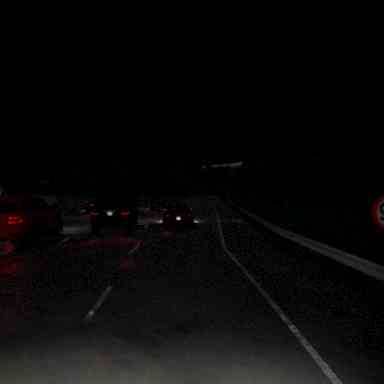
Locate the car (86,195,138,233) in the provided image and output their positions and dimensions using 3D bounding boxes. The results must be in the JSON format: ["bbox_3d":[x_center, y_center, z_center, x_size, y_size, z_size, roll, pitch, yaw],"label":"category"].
[{"bbox_3d":[-4.507,1.211,19.918,2.150,2.045,5.566,0,0,-5],"label":"car"}]

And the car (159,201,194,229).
[{"bbox_3d":[-0.887,1.547,21.788,1.994,1.385,4.181,0,0,-3],"label":"car"}]

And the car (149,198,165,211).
[{"bbox_3d":[-4.112,1.497,40.747,1.812,1.442,4.674,0,0,-11],"label":"car"}]

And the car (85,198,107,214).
[{"bbox_3d":[-10.382,1.489,36.274,1.837,1.490,4.892,0,0,-10],"label":"car"}]

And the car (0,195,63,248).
[{"bbox_3d":[-7.583,1.219,14.851,2.150,2.045,5.566,0,0,-4],"label":"car"}]

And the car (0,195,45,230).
[{"bbox_3d":[-11.787,1.219,22.112,2.150,2.045,5.566,0,0,-6],"label":"car"}]
